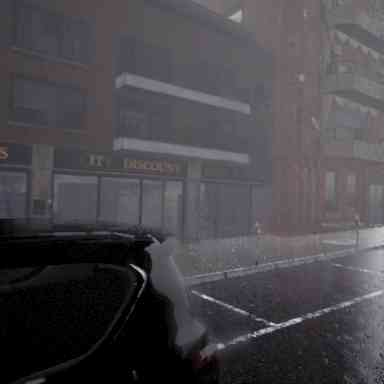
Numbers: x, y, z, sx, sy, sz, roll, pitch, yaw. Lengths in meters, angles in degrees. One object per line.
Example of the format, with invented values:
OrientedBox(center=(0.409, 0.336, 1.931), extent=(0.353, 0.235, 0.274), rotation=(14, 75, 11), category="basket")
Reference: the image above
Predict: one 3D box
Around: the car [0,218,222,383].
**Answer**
OrientedBox(center=(-2.381, 1.213, 1.370), extent=(5.566, 2.045, 2.150), rotation=(1, 0, -35), category="car")
